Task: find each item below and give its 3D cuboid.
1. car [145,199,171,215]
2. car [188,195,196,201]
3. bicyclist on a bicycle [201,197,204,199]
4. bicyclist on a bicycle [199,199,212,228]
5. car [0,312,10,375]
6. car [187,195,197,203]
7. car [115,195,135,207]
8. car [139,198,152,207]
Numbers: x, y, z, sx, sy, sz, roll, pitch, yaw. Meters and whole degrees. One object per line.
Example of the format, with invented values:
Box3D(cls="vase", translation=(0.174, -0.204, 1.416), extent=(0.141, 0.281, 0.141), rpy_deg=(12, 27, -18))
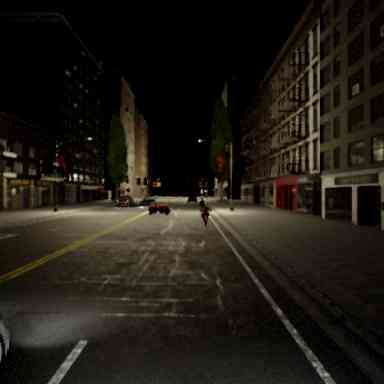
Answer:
Box3D(cls="car", translation=(-3.148, 1.576, 33.246), extent=(1.895, 1.301, 4.718), rpy_deg=(0, 0, 0))
Box3D(cls="car", translation=(0.003, 1.444, 79.867), extent=(1.812, 1.442, 4.674), rpy_deg=(0, 0, 0))
Box3D(cls="bicyclist on a bicycle", translation=(0.895, 1.350, 28.982), extent=(0.659, 1.776, 1.843), rpy_deg=(0, 0, 0))
Box3D(cls="bicyclist on a bicycle", translation=(0.863, 1.422, 21.027), extent=(0.866, 1.612, 1.509), rpy_deg=(0, 0, 0))
Box3D(cls="car", translation=(-3.149, 1.524, 2.154), extent=(1.812, 1.442, 4.674), rpy_deg=(0, 0, 0))
Box3D(cls="car", translation=(0.057, 1.438, 65.441), extent=(1.837, 1.490, 4.892), rpy_deg=(0, -1, 0))
Box3D(cls="car", translation=(-9.817, 1.311, 49.012), extent=(2.097, 1.767, 4.553), rpy_deg=(0, 0, 0))
Box3D(cls="car", translation=(-6.560, 1.522, 49.348), extent=(1.994, 1.385, 4.181), rpy_deg=(0, 0, 0))
